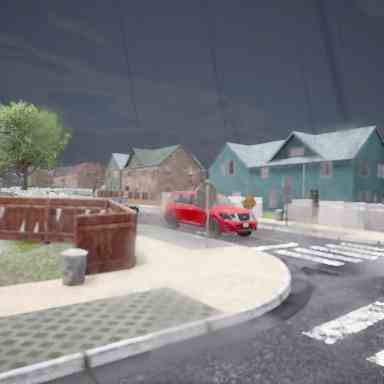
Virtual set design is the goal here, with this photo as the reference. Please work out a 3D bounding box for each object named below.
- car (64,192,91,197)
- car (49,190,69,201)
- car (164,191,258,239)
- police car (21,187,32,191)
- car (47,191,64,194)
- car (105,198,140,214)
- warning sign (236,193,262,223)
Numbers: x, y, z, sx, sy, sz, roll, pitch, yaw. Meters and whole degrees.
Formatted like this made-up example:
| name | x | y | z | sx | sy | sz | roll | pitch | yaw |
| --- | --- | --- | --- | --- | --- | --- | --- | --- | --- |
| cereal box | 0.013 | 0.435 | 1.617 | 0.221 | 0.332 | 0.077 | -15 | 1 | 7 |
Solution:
| name | x | y | z | sx | sy | sz | roll | pitch | yaw |
| --- | --- | --- | --- | --- | --- | --- | --- | --- | --- |
| car | -14.558 | 0.680 | 43.051 | 1.882 | 1.535 | 5.008 | 2 | 0 | -35 |
| car | -20.647 | 0.500 | 51.541 | 1.812 | 1.442 | 4.674 | 2 | 0 | -35 |
| car | 0.724 | 1.023 | 16.604 | 2.150 | 2.045 | 5.566 | 2 | 0 | -36 |
| police car | -40.468 | -0.340 | 81.091 | 1.930 | 1.638 | 5.238 | 2 | 0 | -35 |
| car | -17.670 | 0.649 | 42.544 | 2.033 | 1.411 | 5.357 | 2 | 0 | -35 |
| car | -5.789 | 1.152 | 25.714 | 1.895 | 1.301 | 4.718 | 2 | 0 | -35 |
| warning sign | 3.716 | 0.999 | 21.594 | 1.300 | 1.860 | 1.060 | 0 | 0 | -35 |
